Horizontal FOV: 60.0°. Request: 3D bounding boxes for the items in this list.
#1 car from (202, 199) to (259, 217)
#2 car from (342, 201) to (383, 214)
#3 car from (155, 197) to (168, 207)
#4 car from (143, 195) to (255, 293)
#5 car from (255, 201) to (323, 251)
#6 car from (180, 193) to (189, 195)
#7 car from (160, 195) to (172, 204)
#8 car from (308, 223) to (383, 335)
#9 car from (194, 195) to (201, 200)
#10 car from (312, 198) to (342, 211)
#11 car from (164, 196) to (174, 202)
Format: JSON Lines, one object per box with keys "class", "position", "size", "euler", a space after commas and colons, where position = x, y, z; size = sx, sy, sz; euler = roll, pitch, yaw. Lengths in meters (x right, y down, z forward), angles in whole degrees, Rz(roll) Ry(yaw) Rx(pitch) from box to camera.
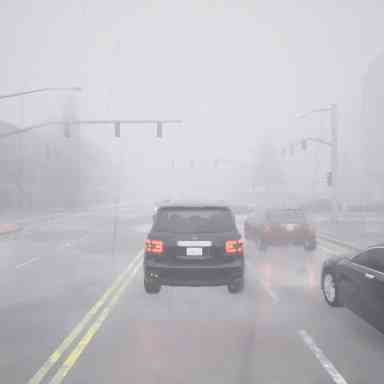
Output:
{"class": "car", "position": [3.586, 1.477, 31.477], "size": [5.008, 1.535, 1.882], "euler": [0, 1, 27]}
{"class": "car", "position": [18.487, 1.601, 34.169], "size": [4.718, 1.301, 1.895], "euler": [0, 0, -2]}
{"class": "car", "position": [-4.701, 1.526, 51.941], "size": [1.812, 1.442, 4.674], "euler": [0, 0, -1]}
{"class": "car", "position": [0.054, 1.221, 8.984], "size": [2.150, 2.045, 5.566], "euler": [0, 0, 0]}
{"class": "car", "position": [3.535, 1.352, 14.162], "size": [2.097, 1.767, 4.553], "euler": [0, 0, 0]}
{"class": "car", "position": [-1.790, 1.496, 80.218], "size": [1.837, 1.490, 4.892], "euler": [0, 0, -1]}
{"class": "car", "position": [-4.937, 1.478, 63.362], "size": [1.882, 1.535, 5.008], "euler": [0, 1, -1]}
{"class": "car", "position": [3.607, 1.505, 5.081], "size": [1.837, 1.490, 4.892], "euler": [0, 0, 0]}
{"class": "car", "position": [1.467, 1.552, 90.364], "size": [1.994, 1.385, 4.181], "euler": [0, 0, -1]}
{"class": "car", "position": [14.438, 1.505, 37.562], "size": [4.892, 1.490, 1.837], "euler": [0, 0, -2]}
{"class": "car", "position": [-5.184, 1.552, 75.785], "size": [1.994, 1.385, 4.181], "euler": [0, 0, -1]}
